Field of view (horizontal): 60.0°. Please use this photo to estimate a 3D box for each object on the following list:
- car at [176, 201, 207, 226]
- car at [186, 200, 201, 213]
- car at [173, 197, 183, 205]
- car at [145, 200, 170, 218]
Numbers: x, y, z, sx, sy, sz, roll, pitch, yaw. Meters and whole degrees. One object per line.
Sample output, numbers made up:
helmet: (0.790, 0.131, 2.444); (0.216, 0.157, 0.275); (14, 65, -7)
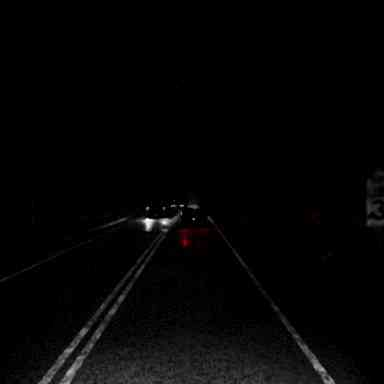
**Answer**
car: (0.130, 1.639, 24.791); (2.128, 1.511, 4.902); (0, -1, 0)
car: (0.185, 1.852, 43.052); (1.812, 1.442, 4.674); (0, -1, 0)
car: (-3.072, 1.944, 73.026); (2.097, 1.767, 4.553); (0, -1, 0)
car: (-3.294, 1.575, 32.474); (2.097, 1.767, 4.553); (0, -1, 0)
